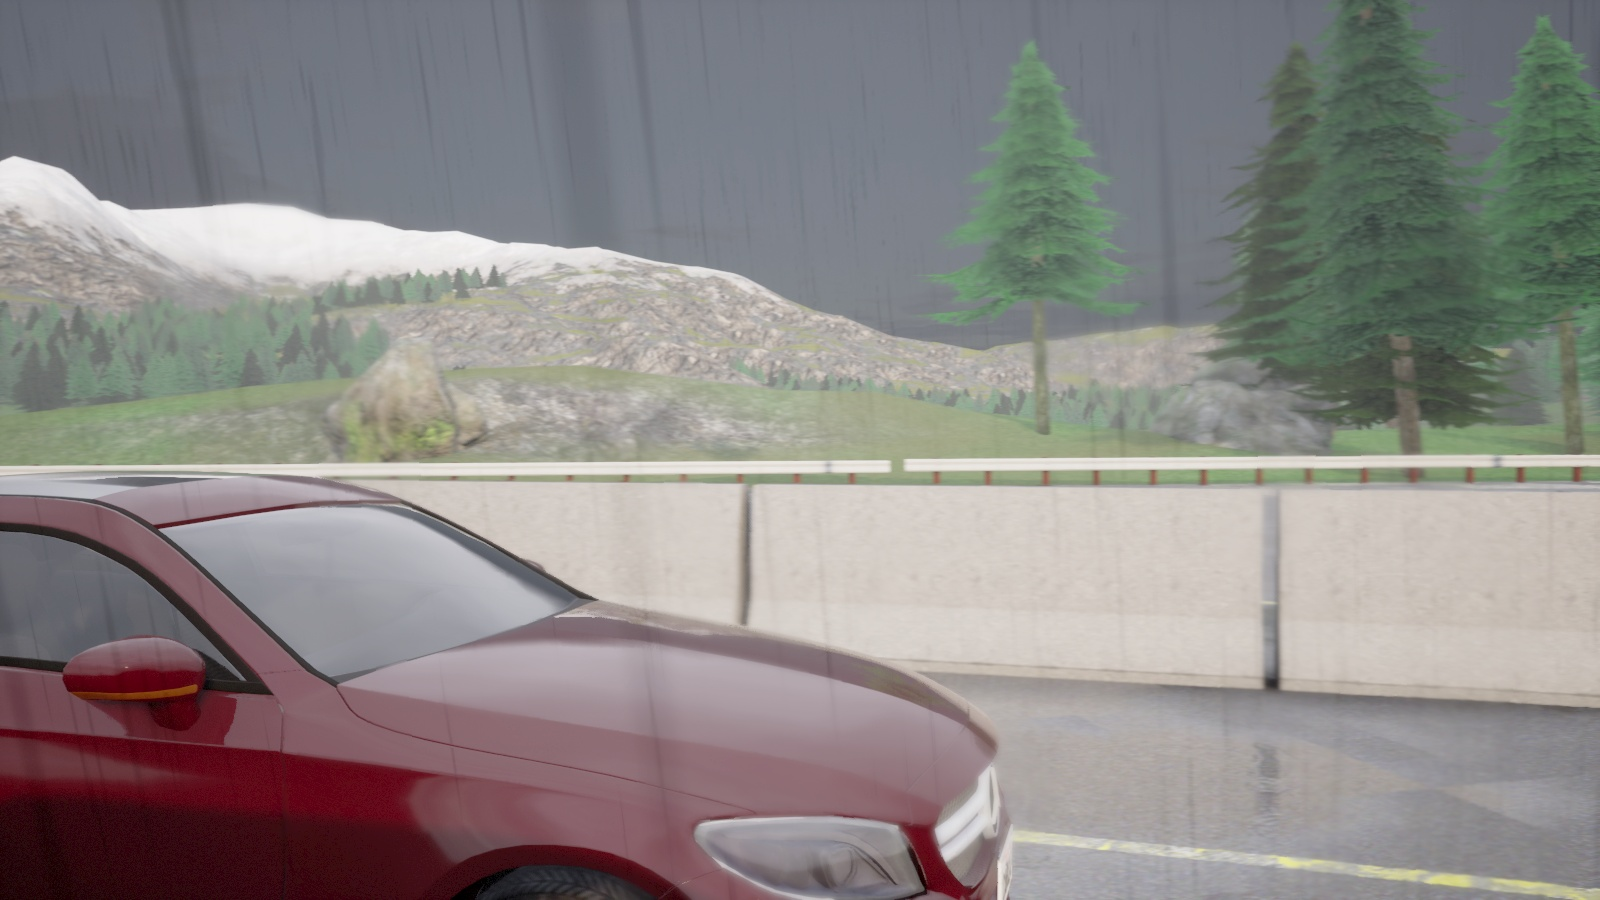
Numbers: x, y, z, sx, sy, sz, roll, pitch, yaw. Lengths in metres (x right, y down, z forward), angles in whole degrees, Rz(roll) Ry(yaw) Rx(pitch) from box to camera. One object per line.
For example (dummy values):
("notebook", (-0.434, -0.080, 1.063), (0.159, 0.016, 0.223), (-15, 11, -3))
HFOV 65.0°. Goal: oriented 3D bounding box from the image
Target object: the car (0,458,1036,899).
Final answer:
("car", (-1.741, 0.780, 3.741), (4.674, 1.442, 1.812), (0, 1, 15))
